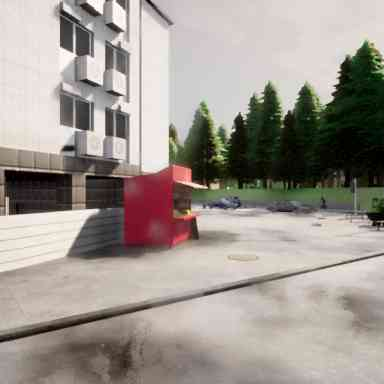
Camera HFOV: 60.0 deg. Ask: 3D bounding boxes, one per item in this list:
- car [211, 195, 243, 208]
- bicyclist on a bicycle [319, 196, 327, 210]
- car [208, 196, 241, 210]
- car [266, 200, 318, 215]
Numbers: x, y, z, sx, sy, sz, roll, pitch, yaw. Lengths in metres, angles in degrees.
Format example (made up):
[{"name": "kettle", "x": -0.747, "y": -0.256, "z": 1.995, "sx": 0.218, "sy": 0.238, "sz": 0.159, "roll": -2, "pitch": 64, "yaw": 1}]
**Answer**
[{"name": "car", "x": 5.035, "y": 1.352, "z": 48.666, "sx": 2.097, "sy": 1.767, "sz": 4.553, "roll": 0, "pitch": 0, "yaw": -35}, {"name": "bicyclist on a bicycle", "x": 15.946, "y": 1.349, "z": 40.557, "sx": 1.656, "sy": 1.620, "sz": 0.582, "roll": 0, "pitch": 0, "yaw": -35}, {"name": "car", "x": 3.955, "y": 1.526, "z": 42.950, "sx": 1.812, "sy": 1.442, "sz": 4.674, "roll": 0, "pitch": 0, "yaw": -35}, {"name": "car", "x": 10.151, "y": 1.548, "z": 34.214, "sx": 2.033, "sy": 1.411, "sz": 5.357, "roll": 0, "pitch": 0, "yaw": -35}]
